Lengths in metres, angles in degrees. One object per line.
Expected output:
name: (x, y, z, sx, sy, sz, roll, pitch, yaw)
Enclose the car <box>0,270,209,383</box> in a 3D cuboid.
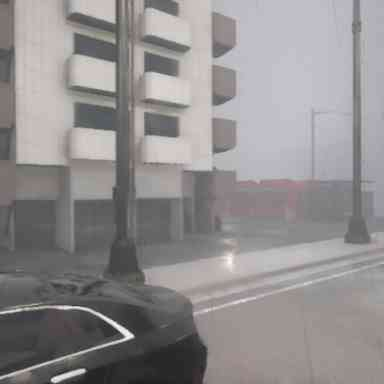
car: (-2.113, 1.509, 2.482, 4.892, 1.490, 1.837, 0, 0, -36)
